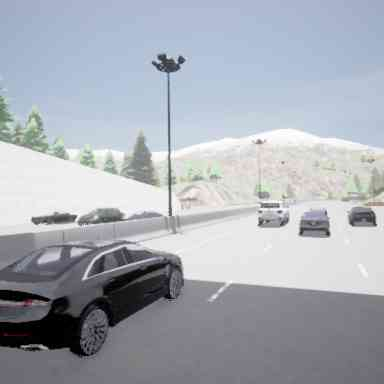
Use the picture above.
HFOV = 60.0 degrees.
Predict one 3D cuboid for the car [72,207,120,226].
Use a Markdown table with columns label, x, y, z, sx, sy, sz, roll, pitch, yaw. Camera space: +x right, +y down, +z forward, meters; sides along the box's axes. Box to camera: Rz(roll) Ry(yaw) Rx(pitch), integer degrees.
| label | x | y | z | sx | sy | sz | roll | pitch | yaw |
| --- | --- | --- | --- | --- | --- | --- | --- | --- | --- |
| car | -7.976 | 2.156 | 29.410 | 2.097 | 1.767 | 4.553 | -1 | -1 | 22 |

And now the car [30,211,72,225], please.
| label | x | y | z | sx | sy | sz | roll | pitch | yaw |
| --- | --- | --- | --- | --- | --- | --- | --- | --- | --- |
| car | -13.850 | 2.583 | 33.579 | 1.895 | 1.301 | 4.718 | -1 | -1 | 22 |

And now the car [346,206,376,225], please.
| label | x | y | z | sx | sy | sz | roll | pitch | yaw |
| --- | --- | --- | --- | --- | --- | --- | --- | --- | --- |
| car | 14.352 | 1.977 | 28.258 | 1.837 | 1.490 | 4.892 | -1 | -2 | 21 |

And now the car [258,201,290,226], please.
| label | x | y | z | sx | sy | sz | roll | pitch | yaw |
| --- | --- | --- | --- | --- | --- | --- | --- | --- | --- |
| car | 7.291 | 1.818 | 29.440 | 2.150 | 2.045 | 5.566 | -1 | -2 | 22 |

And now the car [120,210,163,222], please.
| label | x | y | z | sx | sy | sz | roll | pitch | yaw |
| --- | --- | --- | --- | --- | --- | --- | --- | --- | --- |
| car | -4.155 | 2.320 | 29.546 | 1.994 | 1.385 | 4.181 | -1 | -1 | 22 |

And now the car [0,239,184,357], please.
| label | x | y | z | sx | sy | sz | roll | pitch | yaw |
| --- | --- | --- | --- | --- | --- | --- | --- | --- | --- |
| car | -1.753 | 1.676 | 6.504 | 2.128 | 1.511 | 4.902 | -1 | -1 | 22 |

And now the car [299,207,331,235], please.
| label | x | y | z | sx | sy | sz | roll | pitch | yaw |
| --- | --- | --- | --- | --- | --- | --- | --- | --- | --- |
| car | 8.145 | 1.961 | 22.054 | 2.033 | 1.411 | 5.357 | -1 | -1 | 21 |

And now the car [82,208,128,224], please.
| label | x | y | z | sx | sy | sz | roll | pitch | yaw |
| --- | --- | --- | --- | --- | --- | --- | --- | --- | --- |
| car | -9.207 | 2.518 | 35.799 | 2.033 | 1.411 | 5.357 | -1 | -1 | 22 |

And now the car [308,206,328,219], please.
| label | x | y | z | sx | sy | sz | roll | pitch | yaw |
| --- | --- | --- | --- | --- | --- | --- | --- | --- | --- |
| car | 14.205 | 2.290 | 37.419 | 1.895 | 1.301 | 4.718 | -1 | -1 | 21 |
